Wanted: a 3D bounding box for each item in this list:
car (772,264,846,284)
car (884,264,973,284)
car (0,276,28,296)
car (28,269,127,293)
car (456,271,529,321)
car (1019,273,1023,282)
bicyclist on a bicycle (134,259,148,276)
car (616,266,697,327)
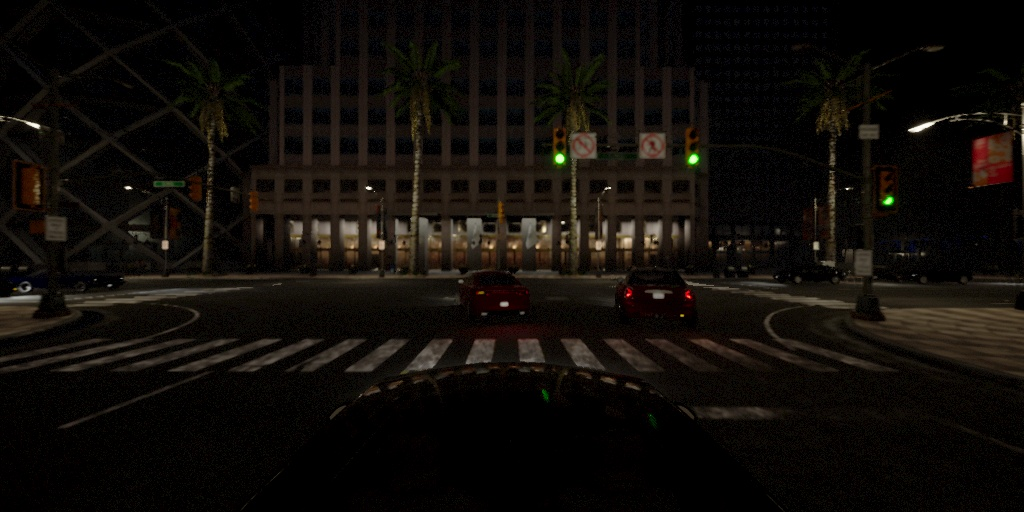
[{"bbox_3d":[23.191,1.402,28.124,4.892,1.490,1.837,0,0,0],"label":"car"},{"bbox_3d":[32.799,1.386,28.085,5.008,1.535,1.882,0,0,0],"label":"car"},{"bbox_3d":[-27.001,1.350,17.269,4.181,1.385,1.994,0,0,-4],"label":"car"},{"bbox_3d":[-25.712,1.405,20.866,4.718,1.301,1.895,0,0,-3],"label":"car"},{"bbox_3d":[-0.845,1.277,12.966,1.882,1.535,5.008,1,0,-15],"label":"car"},{"bbox_3d":[42.768,1.485,28.039,4.181,1.385,1.994,0,0,0],"label":"car"},{"bbox_3d":[-35.723,1.152,34.502,0.582,1.620,1.656,0,0,-12],"label":"bicyclist on a bicycle"},{"bbox_3d":[4.696,1.155,12.155,2.097,1.767,4.553,0,0,15],"label":"car"}]
